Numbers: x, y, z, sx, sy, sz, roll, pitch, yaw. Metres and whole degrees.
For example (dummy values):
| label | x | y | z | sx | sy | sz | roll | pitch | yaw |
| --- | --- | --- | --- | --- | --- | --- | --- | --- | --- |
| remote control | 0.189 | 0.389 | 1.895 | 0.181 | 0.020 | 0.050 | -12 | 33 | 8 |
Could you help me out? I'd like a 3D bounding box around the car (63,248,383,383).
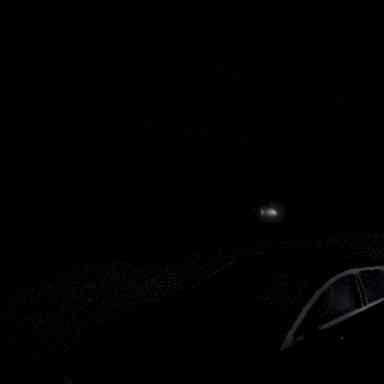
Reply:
| label | x | y | z | sx | sy | sz | roll | pitch | yaw |
| --- | --- | --- | --- | --- | --- | --- | --- | --- | --- |
| car | 1.095 | 1.491 | 3.842 | 4.902 | 1.511 | 2.128 | 0 | 0 | -35 |
